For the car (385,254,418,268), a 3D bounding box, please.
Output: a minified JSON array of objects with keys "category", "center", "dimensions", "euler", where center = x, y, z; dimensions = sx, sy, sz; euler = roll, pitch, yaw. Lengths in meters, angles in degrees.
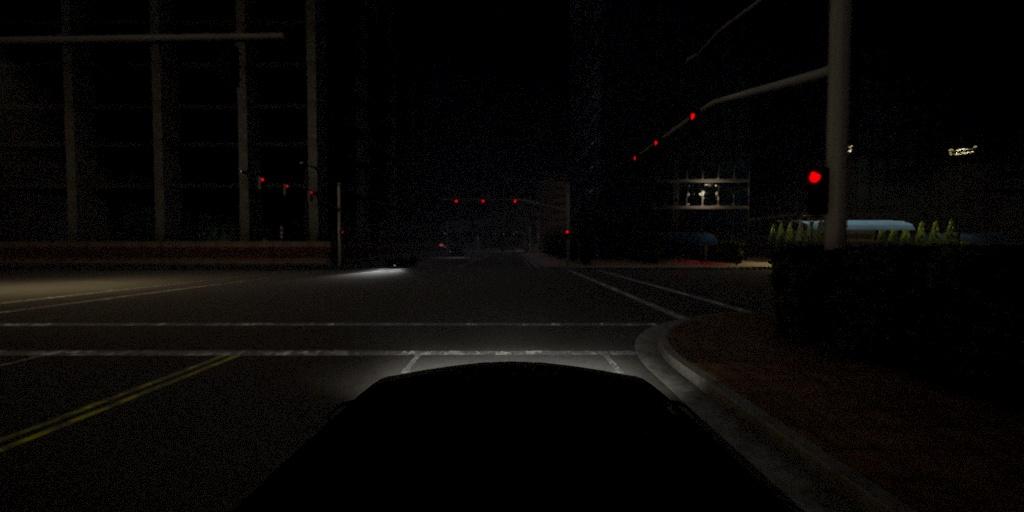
[{"category":"car","center":[-10.490,0.463,34.281],"dimensions":[1.895,1.301,4.718],"euler":[0,2,0]}]
